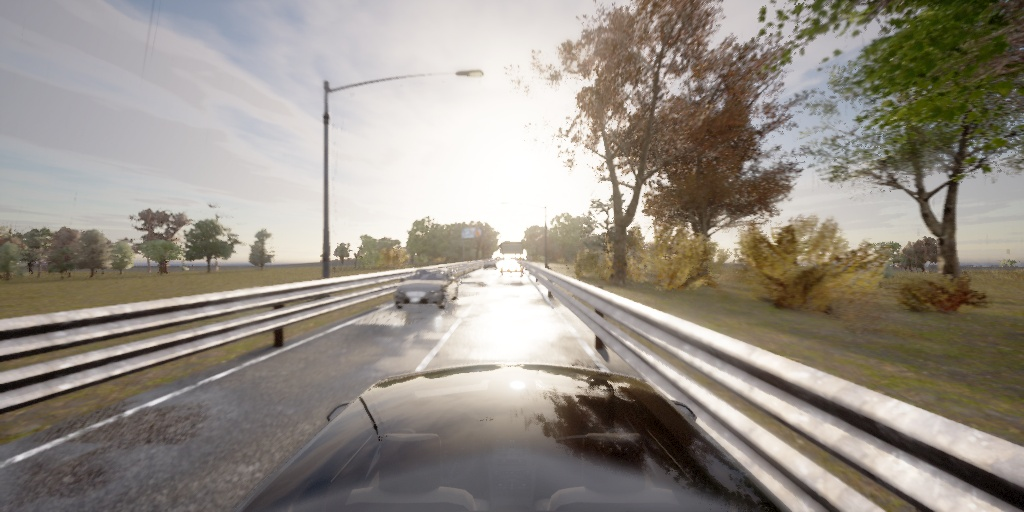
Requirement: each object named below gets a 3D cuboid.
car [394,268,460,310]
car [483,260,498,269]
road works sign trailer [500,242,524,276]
[{"bbox_3d":[-3.353,1.248,14.870,2.128,1.511,4.902,0,0,0],"label":"car"},{"bbox_3d":[-3.314,1.342,56.174,1.994,1.385,4.181,0,0,1],"label":"car"},{"bbox_3d":[-0.005,0.234,37.295,2.380,3.560,2.880,0,0,0],"label":"road works sign trailer"}]
